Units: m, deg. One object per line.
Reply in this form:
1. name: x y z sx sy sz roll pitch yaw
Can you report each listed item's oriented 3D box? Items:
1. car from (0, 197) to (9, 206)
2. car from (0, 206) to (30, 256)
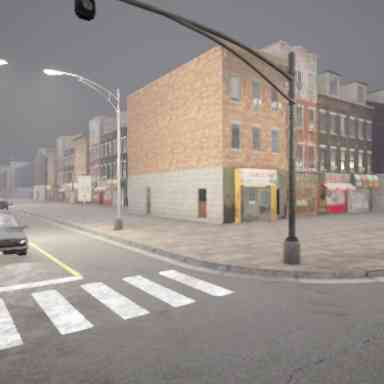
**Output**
1. car: -22.210 1.353 37.925 1.882 1.535 5.008 0 0 -36
2. car: -7.349 1.470 12.330 2.033 1.411 5.357 0 0 -33
